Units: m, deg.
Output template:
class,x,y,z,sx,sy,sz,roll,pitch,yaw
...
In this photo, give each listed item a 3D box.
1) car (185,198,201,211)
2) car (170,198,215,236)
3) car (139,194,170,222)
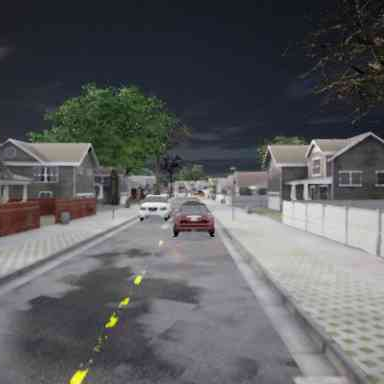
class,x,y,z,sx,sy,sz,roll,pitch,yaw
car,0.091,1.489,40.838,1.837,1.490,4.892,0,0,0
car,0.096,1.347,18.435,2.097,1.767,4.553,0,0,0
car,-2.848,1.214,26.846,2.150,2.045,5.566,0,0,0
